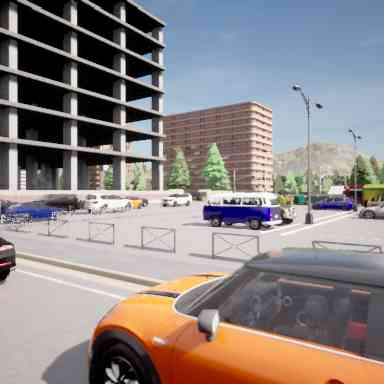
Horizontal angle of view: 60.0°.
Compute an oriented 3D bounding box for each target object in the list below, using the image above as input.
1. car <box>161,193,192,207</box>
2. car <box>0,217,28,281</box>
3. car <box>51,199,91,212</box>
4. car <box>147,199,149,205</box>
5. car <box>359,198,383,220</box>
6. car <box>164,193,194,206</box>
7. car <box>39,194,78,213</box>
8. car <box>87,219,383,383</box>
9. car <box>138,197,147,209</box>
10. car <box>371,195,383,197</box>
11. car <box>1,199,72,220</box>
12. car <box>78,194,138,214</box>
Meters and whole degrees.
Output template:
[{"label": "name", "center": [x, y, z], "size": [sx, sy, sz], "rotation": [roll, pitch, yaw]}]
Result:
[{"label": "car", "center": [-2.292, 1.199, 50.908], "size": [2.150, 2.045, 5.566], "rotation": [0, 0, 35]}, {"label": "car", "center": [-6.462, 1.502, 8.549], "size": [4.902, 1.511, 2.128], "rotation": [0, 0, 35]}, {"label": "car", "center": [-14.407, 1.545, 39.836], "size": [1.994, 1.385, 4.181], "rotation": [0, 0, 35]}, {"label": "car", "center": [-8.385, 1.473, 48.364], "size": [2.128, 1.511, 4.902], "rotation": [0, 0, 35]}, {"label": "car", "center": [14.624, 1.397, 24.794], "size": [3.806, 1.475, 1.970], "rotation": [0, 0, 36]}, {"label": "car", "center": [-2.182, 1.202, 57.090], "size": [2.150, 2.045, 5.566], "rotation": [0, 0, 36]}, {"label": "car", "center": [-14.242, 1.199, 33.993], "size": [2.150, 2.045, 5.566], "rotation": [0, 0, 35]}, {"label": "car", "center": [1.053, 1.353, 3.238], "size": [4.553, 1.767, 2.097], "rotation": [0, 0, 35]}, {"label": "car", "center": [-8.366, 1.329, 42.322], "size": [2.097, 1.767, 4.553], "rotation": [0, 0, 35]}, {"label": "car", "center": [17.829, 1.155, 29.360], "size": [4.605, 1.855, 1.932], "rotation": [0, 0, 36]}, {"label": "car", "center": [-11.792, 1.495, 24.952], "size": [1.812, 1.442, 4.674], "rotation": [0, 0, 35]}, {"label": "car", "center": [-8.779, 1.195, 35.319], "size": [2.150, 2.045, 5.566], "rotation": [0, 0, 35]}]
